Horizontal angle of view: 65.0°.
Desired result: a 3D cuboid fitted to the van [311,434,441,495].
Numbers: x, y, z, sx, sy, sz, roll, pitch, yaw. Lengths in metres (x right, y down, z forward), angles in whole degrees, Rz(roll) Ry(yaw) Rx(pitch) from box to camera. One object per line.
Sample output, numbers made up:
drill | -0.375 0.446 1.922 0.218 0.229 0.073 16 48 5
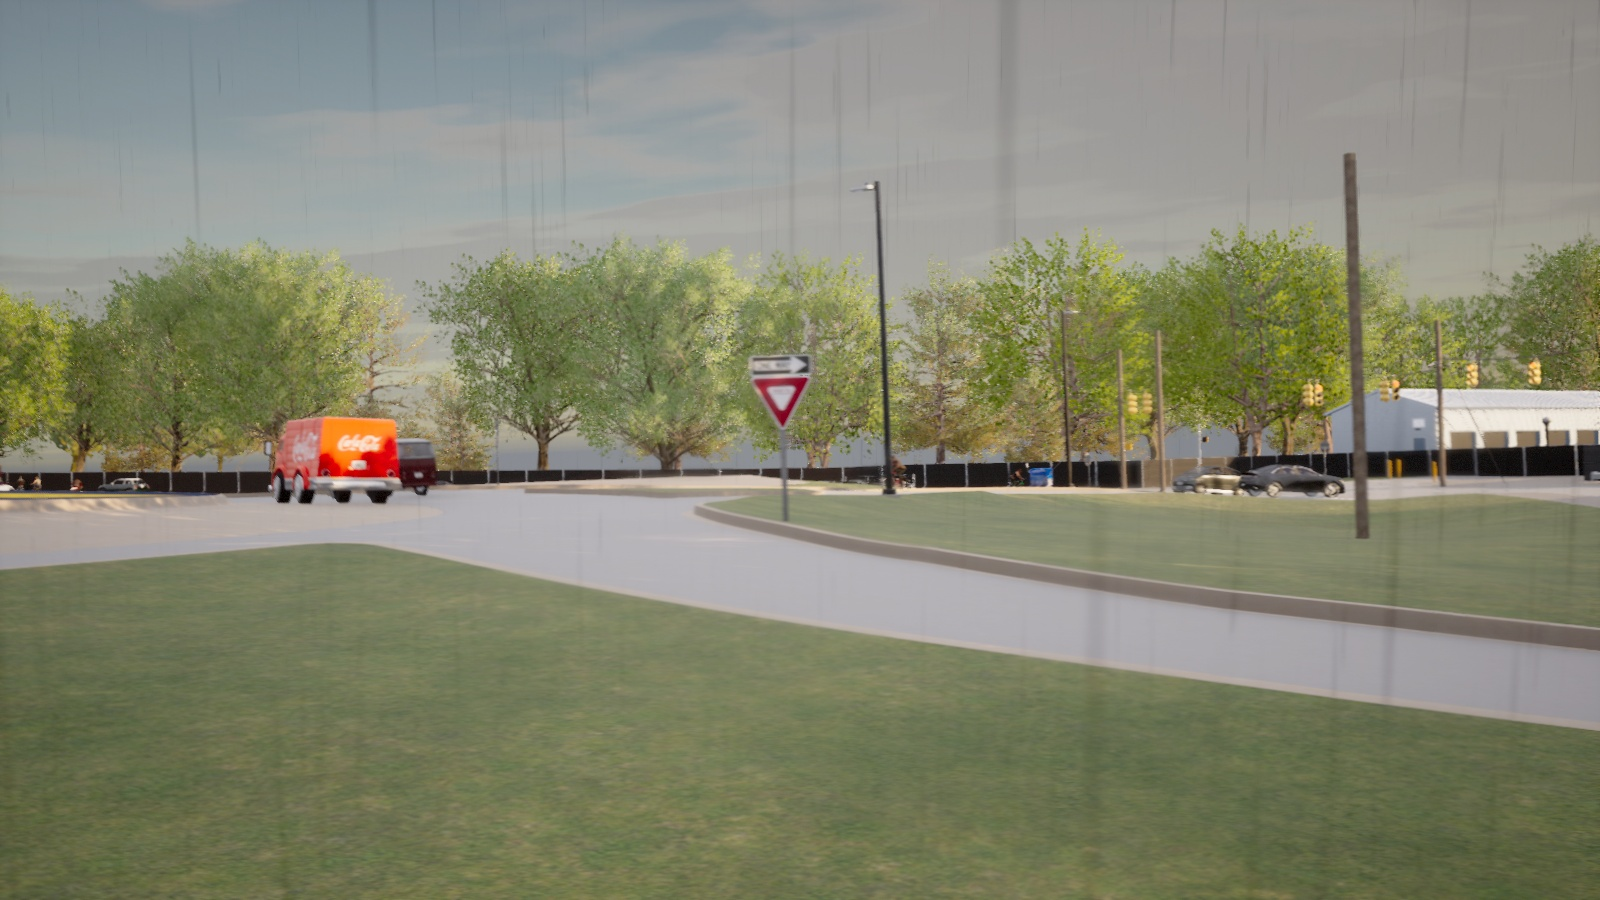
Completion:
van | -14.484 0.502 42.828 4.442 1.987 1.775 -1 1 33

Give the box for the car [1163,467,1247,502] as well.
car | 20.263 1.733 62.802 3.705 1.549 1.789 4 -3 -26

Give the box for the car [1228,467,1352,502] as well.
car | 22.535 1.582 57.792 4.902 1.511 2.128 1 0 -10

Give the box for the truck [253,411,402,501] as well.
truck | -14.080 0.242 37.232 2.627 2.467 5.204 2 -2 -38
